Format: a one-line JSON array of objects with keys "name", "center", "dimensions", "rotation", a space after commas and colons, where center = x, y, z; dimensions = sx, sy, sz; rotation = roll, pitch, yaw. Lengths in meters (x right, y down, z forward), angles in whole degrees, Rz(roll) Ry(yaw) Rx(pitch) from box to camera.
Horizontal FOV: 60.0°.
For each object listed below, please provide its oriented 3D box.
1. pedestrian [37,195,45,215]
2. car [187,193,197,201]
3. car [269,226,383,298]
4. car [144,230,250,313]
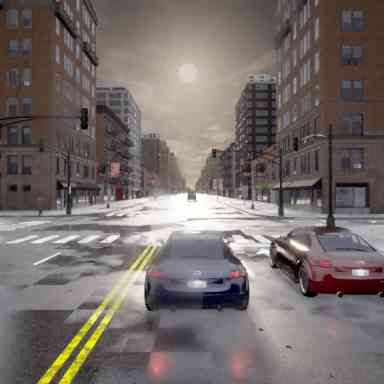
[{"name": "pedestrian", "center": [-14.152, 1.170, 31.080], "dimensions": [0.375, 1.860, 0.375], "rotation": [0, 0, 0]}, {"name": "car", "center": [-0.026, 1.212, 80.278], "dimensions": [2.150, 2.045, 5.566], "rotation": [0, 0, 0]}, {"name": "car", "center": [3.335, 1.564, 8.581], "dimensions": [1.994, 1.385, 4.181], "rotation": [0, 0, 0]}, {"name": "car", "center": [0.085, 1.564, 7.762], "dimensions": [1.994, 1.385, 4.181], "rotation": [0, 0, 0]}]
